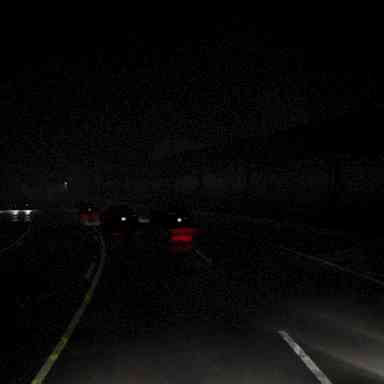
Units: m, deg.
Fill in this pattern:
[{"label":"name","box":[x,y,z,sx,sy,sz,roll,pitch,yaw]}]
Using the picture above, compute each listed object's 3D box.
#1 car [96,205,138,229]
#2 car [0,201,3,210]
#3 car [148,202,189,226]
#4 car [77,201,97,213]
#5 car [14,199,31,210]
[{"label":"car","box":[-4.833,1.577,21.698,1.994,1.385,4.181,-1,0,-22]},{"label":"car","box":[-26.577,1.761,44.700,2.033,1.411,5.357,-1,0,-24]},{"label":"car","box":[-1.698,1.481,23.319,1.837,1.490,4.892,0,0,-22]},{"label":"car","box":[-12.178,1.664,38.638,1.895,1.301,4.718,-1,0,-24]},{"label":"car","box":[-23.091,1.680,45.498,1.837,1.490,4.892,-1,0,-24]}]
